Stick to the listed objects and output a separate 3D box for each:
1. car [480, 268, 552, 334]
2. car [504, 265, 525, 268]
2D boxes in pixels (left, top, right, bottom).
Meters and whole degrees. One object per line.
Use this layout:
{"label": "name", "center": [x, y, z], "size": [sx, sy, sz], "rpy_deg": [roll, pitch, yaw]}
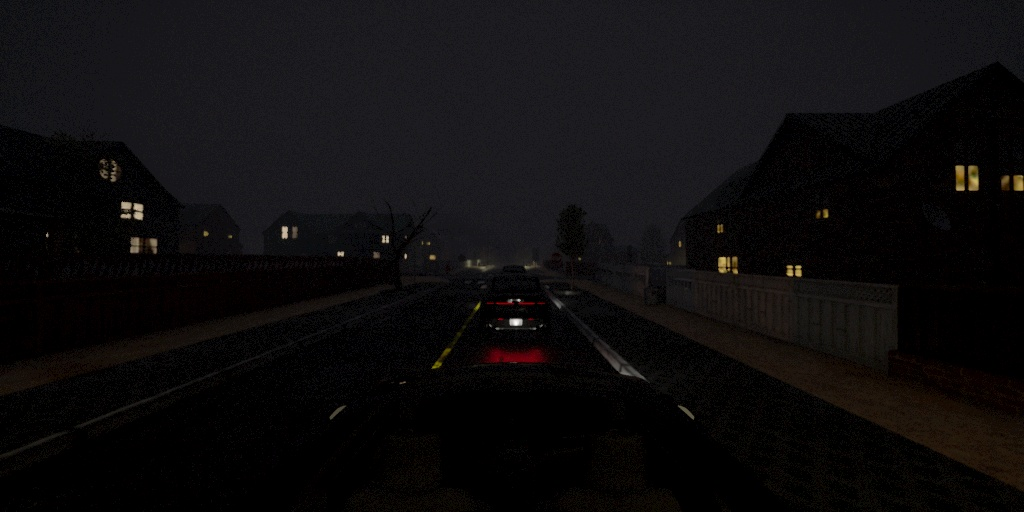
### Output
{"label": "car", "center": [0.101, 1.286, 10.779], "size": [1.837, 1.490, 4.892], "rpy_deg": [0, 0, 0]}
{"label": "car", "center": [0.156, 1.334, 22.949], "size": [1.837, 1.490, 4.892], "rpy_deg": [0, 0, 2]}
